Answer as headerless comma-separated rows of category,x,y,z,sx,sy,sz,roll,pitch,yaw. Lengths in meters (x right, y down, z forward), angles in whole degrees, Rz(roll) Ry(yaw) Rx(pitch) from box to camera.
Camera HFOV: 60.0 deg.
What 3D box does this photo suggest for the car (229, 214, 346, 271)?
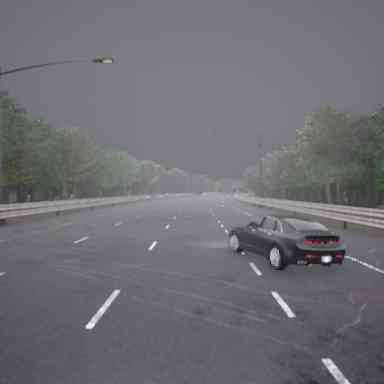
car,2.844,1.500,11.039,1.837,1.490,4.892,3,-1,-17
